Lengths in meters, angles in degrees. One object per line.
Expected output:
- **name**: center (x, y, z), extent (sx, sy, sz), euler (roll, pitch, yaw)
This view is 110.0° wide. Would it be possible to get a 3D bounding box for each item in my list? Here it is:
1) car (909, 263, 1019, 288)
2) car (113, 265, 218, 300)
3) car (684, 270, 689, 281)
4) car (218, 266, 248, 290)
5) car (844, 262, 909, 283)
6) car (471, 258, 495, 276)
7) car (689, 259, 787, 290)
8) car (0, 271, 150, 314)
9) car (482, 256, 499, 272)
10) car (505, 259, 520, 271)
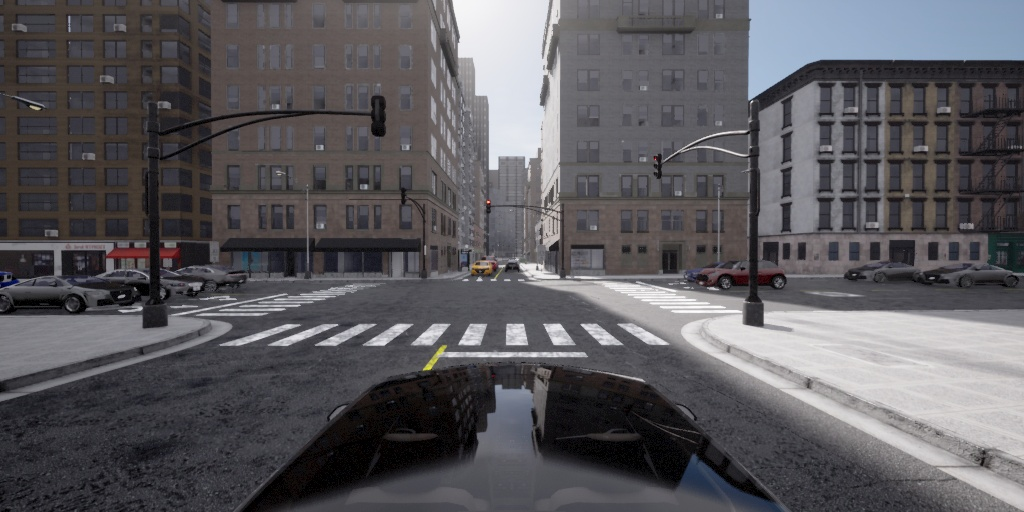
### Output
- **car**: center (26.792, 1.114, 21.176), extent (4.181, 1.385, 1.994), euler (0, 1, 0)
- **car**: center (-17.797, 1.335, 17.510), extent (4.902, 1.511, 2.128), euler (0, 1, 1)
- **car**: center (14.173, 1.127, 24.365), extent (4.674, 1.442, 1.812), euler (0, 1, 0)
- **car**: center (-18.262, 1.300, 20.947), extent (4.902, 1.511, 2.128), euler (0, 1, 0)
- **car**: center (25.297, 1.090, 24.423), extent (4.181, 1.385, 1.994), euler (0, 1, 0)
- **car**: center (-3.115, 1.233, 37.526), extent (1.882, 1.535, 5.008), euler (0, 0, 0)
- **car**: center (13.346, 0.994, 21.089), extent (4.553, 1.767, 2.097), euler (0, 1, -1)
- **car**: center (-17.527, 1.442, 14.251), extent (4.181, 1.385, 1.994), euler (0, 1, 0)
- **car**: center (-3.124, 0.984, 47.482), extent (2.150, 2.045, 5.566), euler (0, 0, 0)
- **car**: center (0.063, 1.268, 48.454), extent (1.837, 1.490, 4.892), euler (0, 0, 0)
